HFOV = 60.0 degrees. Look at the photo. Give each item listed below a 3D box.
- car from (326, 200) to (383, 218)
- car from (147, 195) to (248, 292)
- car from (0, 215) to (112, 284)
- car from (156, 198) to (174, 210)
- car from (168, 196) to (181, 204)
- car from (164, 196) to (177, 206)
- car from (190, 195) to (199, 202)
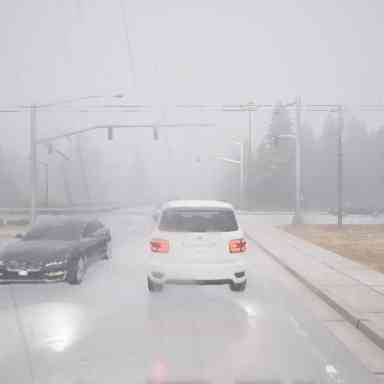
[{"bbox_3d":[14.941,1.518,30.488,4.902,1.511,2.128,0,0,1],"label":"car"},{"bbox_3d":[0.068,1.218,9.086,2.150,2.045,5.566,0,0,-2],"label":"car"},{"bbox_3d":[-3.612,1.481,9.521,1.837,1.490,4.892,0,0,0],"label":"car"},{"bbox_3d":[-3.584,1.547,44.939,2.033,1.411,5.357,0,0,0],"label":"car"},{"bbox_3d":[-3.422,1.491,65.392,2.128,1.511,4.902,0,0,1],"label":"car"},{"bbox_3d":[-3.556,1.505,55.126,1.837,1.490,4.892,0,0,0],"label":"car"},{"bbox_3d":[0.593,1.525,81.687,2.128,1.511,4.902,0,0,2],"label":"car"}]
